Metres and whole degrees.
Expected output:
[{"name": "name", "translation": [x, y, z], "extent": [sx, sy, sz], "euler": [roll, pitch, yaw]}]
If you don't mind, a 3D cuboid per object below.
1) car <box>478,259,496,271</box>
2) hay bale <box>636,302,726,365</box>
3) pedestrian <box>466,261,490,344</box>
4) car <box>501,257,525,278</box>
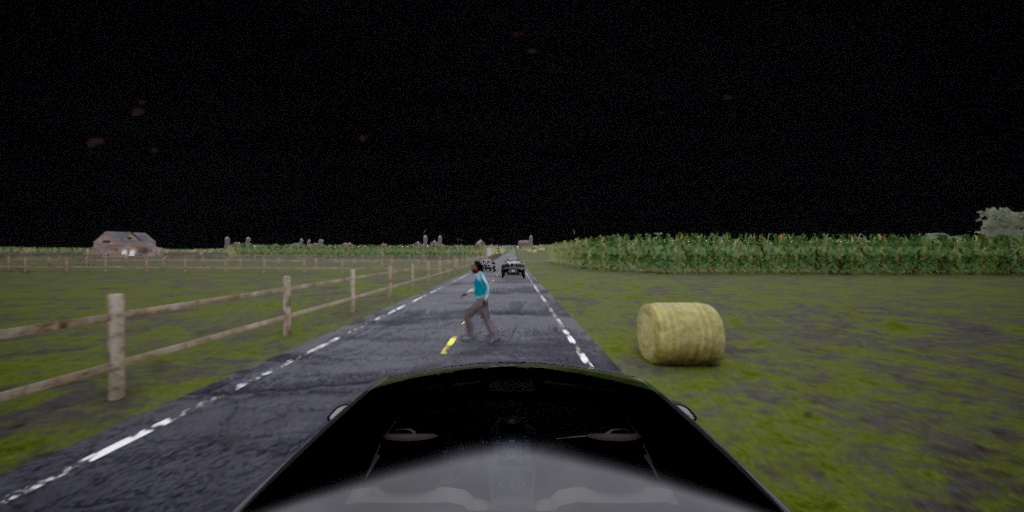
[{"name": "car", "translation": [-2.825, 0.980, 40.259], "extent": [1.994, 1.385, 4.181], "euler": [0, 1, 0]}, {"name": "hay bale", "translation": [3.127, 1.365, 6.807], "extent": [1.220, 1.180, 1.240], "euler": [0, 0, 0]}, {"name": "pedestrian", "translation": [-0.740, 0.996, 7.845], "extent": [0.375, 1.860, 0.375], "euler": [-1, 1, -1]}, {"name": "car", "translation": [0.104, 0.987, 30.332], "extent": [1.882, 1.535, 5.008], "euler": [0, 0, 0]}]
